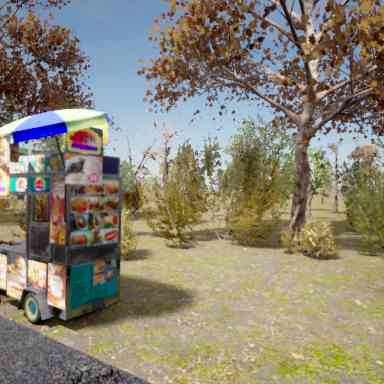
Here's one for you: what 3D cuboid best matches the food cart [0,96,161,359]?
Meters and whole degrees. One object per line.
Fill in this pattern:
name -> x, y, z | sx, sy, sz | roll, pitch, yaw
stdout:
food cart -> -3.187, 0.463, 6.781 | 4.660, 3.560, 2.280 | 1, 0, 35
